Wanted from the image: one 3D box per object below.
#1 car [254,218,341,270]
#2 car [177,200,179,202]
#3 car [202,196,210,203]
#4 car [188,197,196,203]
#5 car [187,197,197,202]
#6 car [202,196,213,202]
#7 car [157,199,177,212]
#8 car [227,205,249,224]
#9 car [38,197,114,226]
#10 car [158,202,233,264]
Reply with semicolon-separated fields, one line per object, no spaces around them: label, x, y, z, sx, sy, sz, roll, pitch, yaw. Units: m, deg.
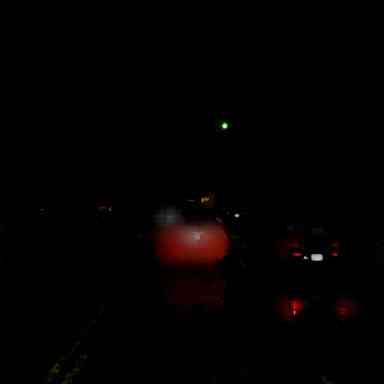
car;3.351;1.602;11.209;1.812;1.442;4.674;0;0;0
car;-3.280;1.920;58.891;1.994;1.385;4.181;0;0;1
car;3.263;1.754;78.669;1.882;1.535;5.008;0;0;0
car;0.013;1.829;78.670;1.994;1.385;4.181;0;0;0
car;0.011;1.903;68.248;2.128;1.511;4.902;0;0;0
car;3.261;1.995;68.755;1.895;1.301;4.718;0;0;0
car;-3.331;1.866;42.331;1.895;1.301;4.718;0;0;0
car;3.354;1.741;26.818;1.994;1.385;4.181;0;0;0
car;-8.765;1.416;25.295;5.566;2.045;2.150;0;-1;11
car;0.100;1.436;12.241;2.097;1.767;4.553;0;0;0
